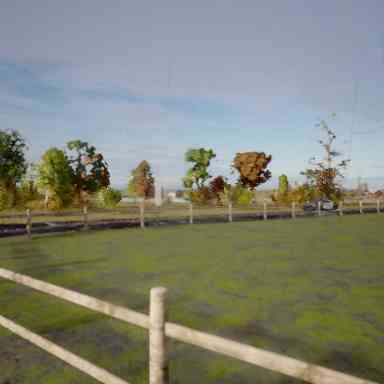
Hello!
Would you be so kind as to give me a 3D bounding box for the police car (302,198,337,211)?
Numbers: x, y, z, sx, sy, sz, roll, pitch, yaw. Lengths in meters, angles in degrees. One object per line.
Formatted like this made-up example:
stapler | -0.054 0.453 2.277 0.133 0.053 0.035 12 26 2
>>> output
police car | 15.237 1.568 39.889 4.974 1.542 2.038 0 0 -34
